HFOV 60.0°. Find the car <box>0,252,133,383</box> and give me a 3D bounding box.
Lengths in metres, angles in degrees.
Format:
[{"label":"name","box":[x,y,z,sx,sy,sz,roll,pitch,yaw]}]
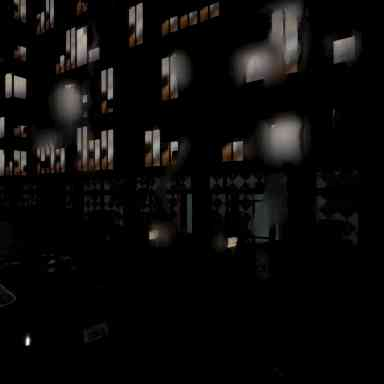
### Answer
[{"label":"car","box":[-2.733,1.566,4.836,4.313,1.339,1.947,0,0,36]}]
